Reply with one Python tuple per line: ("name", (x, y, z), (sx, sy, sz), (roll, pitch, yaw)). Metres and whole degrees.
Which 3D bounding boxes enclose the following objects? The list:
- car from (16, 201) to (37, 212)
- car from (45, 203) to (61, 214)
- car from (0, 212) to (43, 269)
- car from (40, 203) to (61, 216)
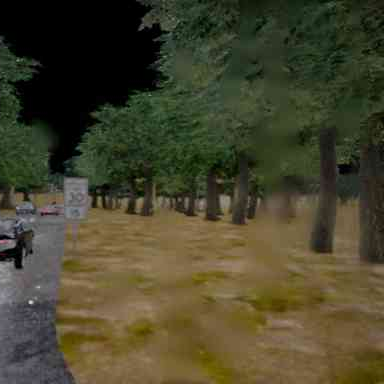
("car", (-21.597, 2.025, 43.431), (2.097, 1.767, 4.553), (1, -2, -20))
("car", (-20.796, 2.422, 49.910), (2.033, 1.411, 5.357), (1, -2, -20))
("car", (-6.580, 1.636, 11.397), (2.128, 1.511, 4.902), (1, -1, -20))
("car", (-17.317, 2.218, 40.576), (1.994, 1.385, 4.181), (1, -2, -20))
